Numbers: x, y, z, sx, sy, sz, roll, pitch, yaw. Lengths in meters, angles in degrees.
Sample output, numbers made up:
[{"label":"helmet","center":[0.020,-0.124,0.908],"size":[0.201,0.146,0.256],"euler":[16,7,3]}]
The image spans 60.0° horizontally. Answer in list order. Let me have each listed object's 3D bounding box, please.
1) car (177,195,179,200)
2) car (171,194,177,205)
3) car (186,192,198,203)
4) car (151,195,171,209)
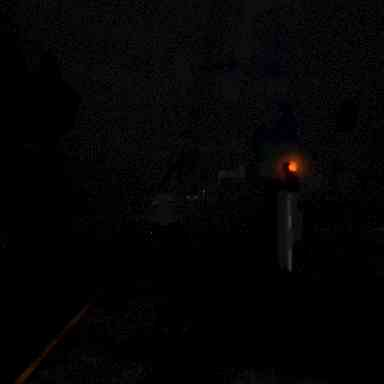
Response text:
[{"label":"car","center":[-4.002,1.204,73.327],"size":[2.097,1.767,4.553],"euler":[0,0,0]},{"label":"car","center":[-4.062,1.419,58.063],"size":[1.812,1.442,4.674],"euler":[0,0,0]},{"label":"car","center":[-0.002,1.103,64.234],"size":[2.150,2.045,5.566],"euler":[0,0,0]},{"label":"car","center":[-4.090,1.446,43.062],"size":[1.812,1.442,4.674],"euler":[0,0,0]}]
